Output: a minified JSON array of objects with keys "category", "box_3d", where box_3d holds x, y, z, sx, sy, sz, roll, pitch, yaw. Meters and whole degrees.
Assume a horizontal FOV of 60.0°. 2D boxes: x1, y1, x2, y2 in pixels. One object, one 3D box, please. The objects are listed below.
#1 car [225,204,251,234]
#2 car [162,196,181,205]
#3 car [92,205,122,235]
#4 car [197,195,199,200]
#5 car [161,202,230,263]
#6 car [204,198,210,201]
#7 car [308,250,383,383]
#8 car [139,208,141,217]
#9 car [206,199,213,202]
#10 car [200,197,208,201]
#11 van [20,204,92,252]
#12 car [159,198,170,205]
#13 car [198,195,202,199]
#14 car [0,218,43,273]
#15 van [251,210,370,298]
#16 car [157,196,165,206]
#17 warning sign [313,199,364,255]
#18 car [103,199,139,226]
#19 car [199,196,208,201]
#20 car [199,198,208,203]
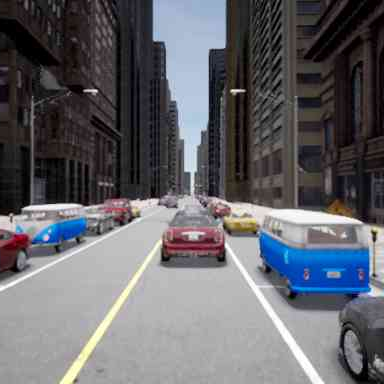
[{"category":"car","box_3d":[2.765,1.641,19.747,1.752,1.417,4.829,0,0,0]},{"category":"car","box_3d":[-3.075,1.810,51.587,1.837,1.490,4.892,0,0,0]},{"category":"car","box_3d":[-5.760,1.665,19.566,2.008,1.369,4.403,0,0,0]},{"category":"car","box_3d":[2.771,1.776,75.765,2.192,1.841,5.009,0,0,0]},{"category":"car","box_3d":[0.057,1.428,12.474,2.097,1.767,4.553,0,0,0]},{"category":"car","box_3d":[2.768,1.773,42.222,1.752,1.417,4.829,0,0,0]},{"category":"car","box_3d":[2.764,1.567,2.721,2.008,1.369,4.403,0,0,0]},{"category":"car","box_3d":[-5.758,1.704,30.633,1.752,1.417,4.829,0,0,0]},{"category":"car","box_3d":[2.767,1.794,36.433,1.802,1.307,4.206,0,0,0]},{"category":"car","box_3d":[2.769,1.884,53.289,1.947,1.339,4.313,0,0,0]},{"category":"van","box_3d":[-5.760,1.423,13.949,1.690,1.788,3.998,0,0,0]},{"category":"car","box_3d":[-5.755,1.991,70.131,1.947,1.339,4.313,0,0,0]},{"category":"car","box_3d":[2.770,1.829,64.527,1.967,1.590,4.097,0,0,0]},{"category":"car","box_3d":[-5.761,1.593,8.329,1.887,1.381,4.507,0,0,0]},{"category":"van","box_3d":[2.764,1.390,8.341,1.690,1.788,3.998,0,0,0]},{"category":"car","box_3d":[-5.755,1.971,64.512,1.802,1.307,4.206,0,0,0]},{"category":"warning sign","box_3d":[5.069,1.183,11.590,1.300,1.860,1.060,0,0,0]},{"category":"car","box_3d":[-5.759,1.462,25.186,2.192,1.841,5.009,0,0,0]},{"category":"car","box_3d":[2.769,1.898,58.908,1.887,1.381,4.507,0,0,0]},{"category":"car","box_3d":[2.772,2.063,81.383,1.947,1.339,4.313,0,0,0]}]
